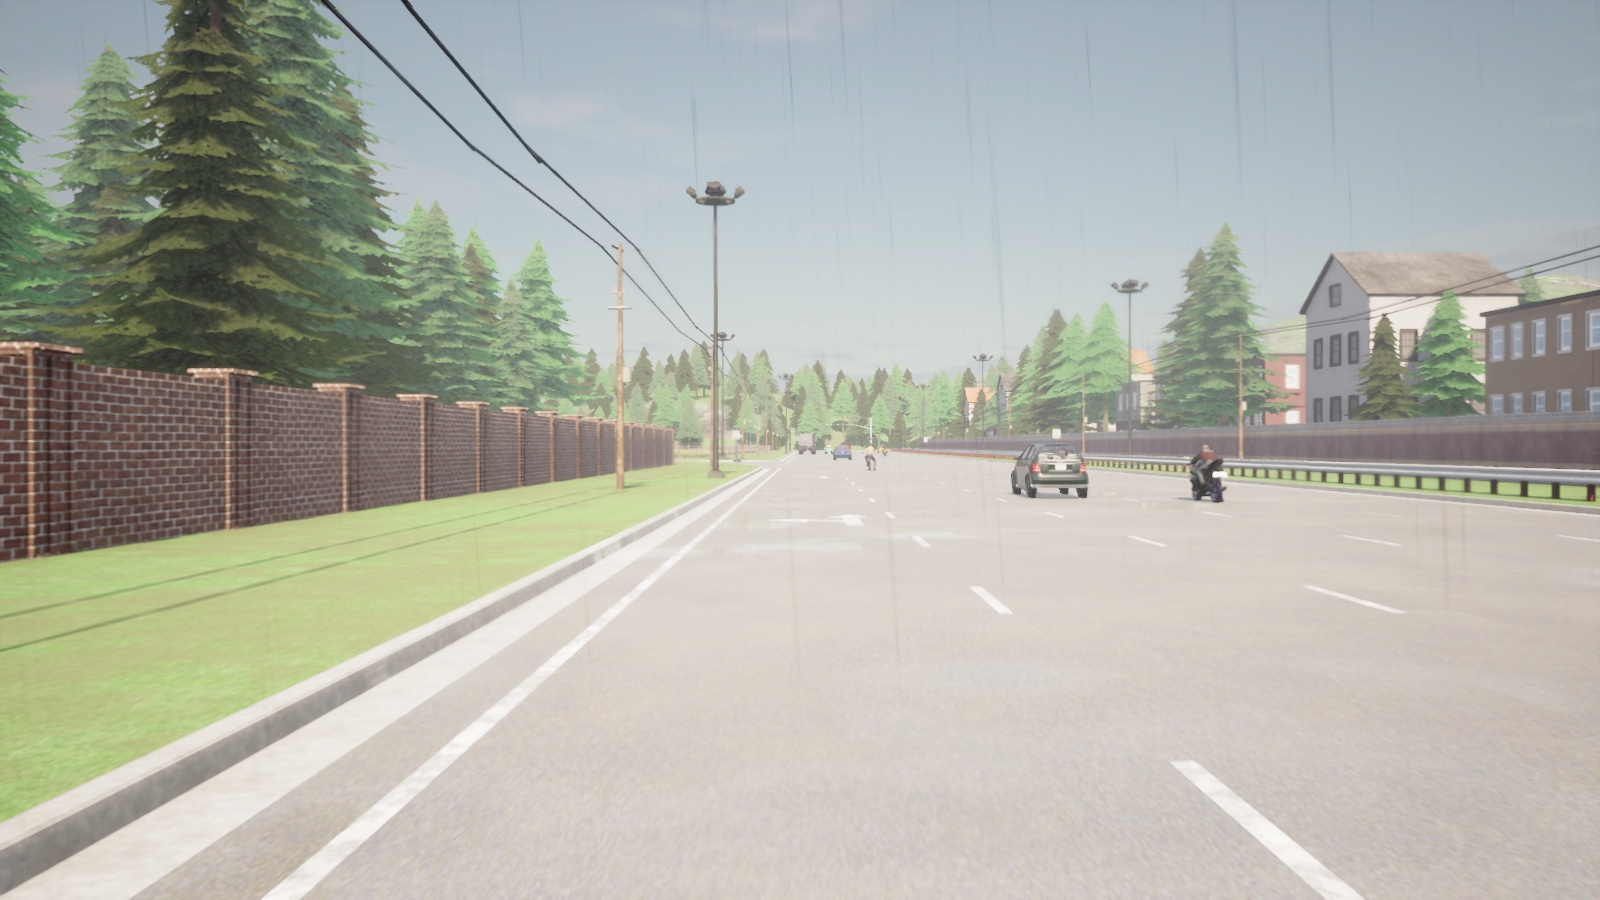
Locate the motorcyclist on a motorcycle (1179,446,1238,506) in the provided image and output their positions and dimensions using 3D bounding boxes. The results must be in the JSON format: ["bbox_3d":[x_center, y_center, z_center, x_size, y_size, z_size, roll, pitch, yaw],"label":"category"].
[{"bbox_3d":[10.705,0.663,32.991,0.866,1.530,2.191,0,0,0],"label":"motorcyclist on a motorcycle"}]

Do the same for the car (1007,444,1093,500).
[{"bbox_3d":[7.226,0.590,36.590,1.789,1.549,3.705,0,0,0],"label":"car"}]
